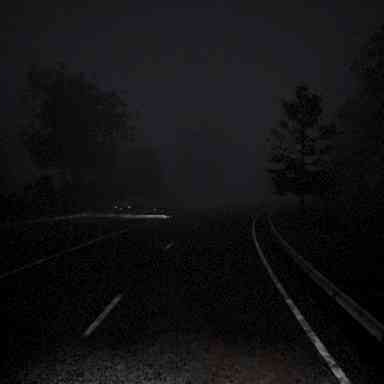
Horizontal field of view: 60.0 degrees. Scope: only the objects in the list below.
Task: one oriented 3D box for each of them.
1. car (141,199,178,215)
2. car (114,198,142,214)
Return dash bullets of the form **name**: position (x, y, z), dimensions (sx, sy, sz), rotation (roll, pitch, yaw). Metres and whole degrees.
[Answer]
- **car**: position (-2.722, 1.365, 30.992), dimensions (1.994, 1.385, 4.181), rotation (0, 0, 15)
- **car**: position (-5.871, 1.331, 32.764), dimensions (1.837, 1.490, 4.892), rotation (-1, 0, 16)
